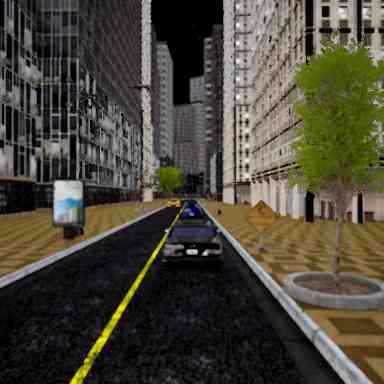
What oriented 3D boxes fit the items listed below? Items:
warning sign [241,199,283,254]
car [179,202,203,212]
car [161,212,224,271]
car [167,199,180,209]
[{"bbox_3d":[2.493,1.200,11.974,1.300,1.860,1.060,0,0,0],"label":"warning sign"},{"bbox_3d":[0.006,1.751,30.912,1.812,1.442,4.674,0,0,0],"label":"car"},{"bbox_3d":[0.022,1.626,11.206,2.033,1.411,5.357,0,0,0],"label":"car"},{"bbox_3d":[-2.939,1.887,54.501,1.882,1.535,5.008,0,-1,0],"label":"car"}]
